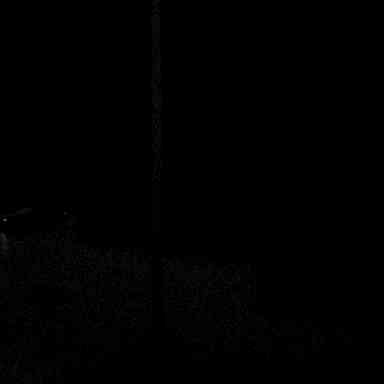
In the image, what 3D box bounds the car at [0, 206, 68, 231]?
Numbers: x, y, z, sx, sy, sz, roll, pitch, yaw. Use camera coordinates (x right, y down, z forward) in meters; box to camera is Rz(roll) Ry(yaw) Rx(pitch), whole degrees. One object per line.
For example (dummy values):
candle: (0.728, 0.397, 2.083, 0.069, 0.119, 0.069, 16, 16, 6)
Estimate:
car: (-10.571, 1.669, 22.050, 1.812, 1.442, 4.674, -1, 0, 36)
